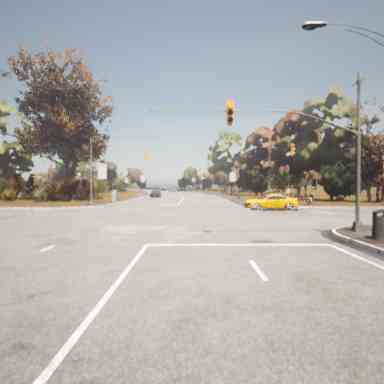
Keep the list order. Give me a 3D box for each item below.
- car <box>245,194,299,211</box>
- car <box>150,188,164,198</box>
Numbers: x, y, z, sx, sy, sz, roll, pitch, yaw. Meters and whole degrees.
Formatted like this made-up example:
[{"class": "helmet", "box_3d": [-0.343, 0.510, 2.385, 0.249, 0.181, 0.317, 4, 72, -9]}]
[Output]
[{"class": "car", "box_3d": [7.526, 0.971, 31.599, 5.008, 1.535, 1.882, 0, 1, -3]}, {"class": "car", "box_3d": [-7.012, 0.347, 64.106, 1.882, 1.535, 5.008, 0, 1, 0]}]
